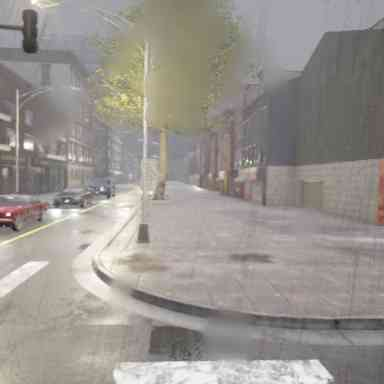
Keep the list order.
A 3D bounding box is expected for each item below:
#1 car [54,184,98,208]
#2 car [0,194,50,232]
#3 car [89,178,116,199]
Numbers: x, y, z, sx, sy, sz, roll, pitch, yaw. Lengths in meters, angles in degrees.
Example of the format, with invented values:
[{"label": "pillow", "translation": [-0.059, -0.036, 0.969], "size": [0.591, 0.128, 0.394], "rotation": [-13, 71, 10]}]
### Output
[{"label": "car", "translation": [-8.443, 0.336, 24.070], "size": [1.994, 1.385, 4.181], "rotation": [1, 2, -4]}, {"label": "car", "translation": [-7.699, 0.798, 14.209], "size": [1.895, 1.301, 4.718], "rotation": [1, 2, -7]}, {"label": "car", "translation": [-9.202, -0.448, 34.348], "size": [2.150, 2.045, 5.566], "rotation": [1, 3, -5]}]
